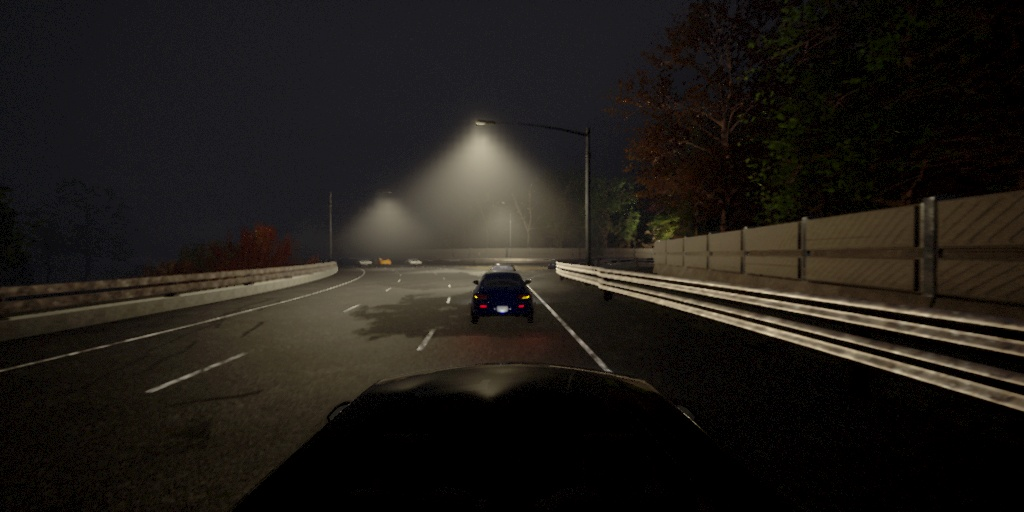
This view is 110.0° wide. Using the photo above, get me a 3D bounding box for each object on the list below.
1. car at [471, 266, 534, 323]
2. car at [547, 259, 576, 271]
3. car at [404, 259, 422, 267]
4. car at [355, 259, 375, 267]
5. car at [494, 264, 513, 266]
[{"bbox_3d":[-0.327,1.233,11.897,1.812,1.442,4.674,0,0,-2],"label":"car"},{"bbox_3d":[6.476,1.098,45.915,2.033,1.411,5.357,0,0,35],"label":"car"},{"bbox_3d":[-16.575,1.144,59.702,1.895,1.301,4.718,0,0,-31],"label":"car"},{"bbox_3d":[-24.774,1.162,59.558,1.895,1.301,4.718,0,0,-34],"label":"car"},{"bbox_3d":[-0.553,1.206,23.786,2.033,1.411,5.357,0,0,1],"label":"car"}]
